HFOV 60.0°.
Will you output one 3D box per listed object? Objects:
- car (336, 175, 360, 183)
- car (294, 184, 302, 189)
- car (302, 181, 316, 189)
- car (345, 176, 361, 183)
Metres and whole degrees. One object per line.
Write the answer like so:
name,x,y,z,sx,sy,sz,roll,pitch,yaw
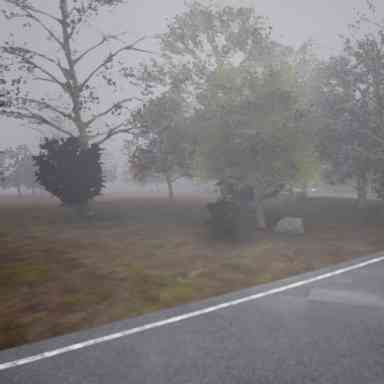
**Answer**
car,37.794,-3.106,80.484,4.902,1.511,2.128,-4,3,-7
car,23.666,-1.668,72.596,1.882,1.535,5.008,-2,4,35
car,24.602,-1.444,68.203,1.812,1.442,4.674,-2,4,30
car,37.881,-2.912,77.219,4.181,1.385,1.994,-4,3,-11
